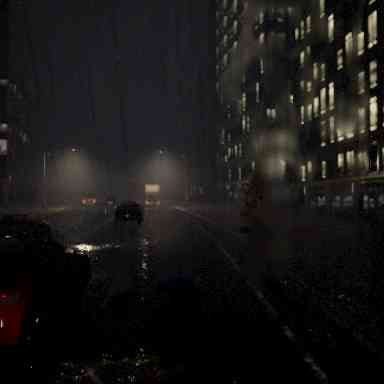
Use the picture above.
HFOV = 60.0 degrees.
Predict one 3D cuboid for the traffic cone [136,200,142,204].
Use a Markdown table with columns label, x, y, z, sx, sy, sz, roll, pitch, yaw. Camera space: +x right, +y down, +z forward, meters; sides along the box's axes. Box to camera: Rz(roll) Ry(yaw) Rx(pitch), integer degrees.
| label | x | y | z | sx | sy | sz | roll | pitch | yaw |
| --- | --- | --- | --- | --- | --- | --- | --- | --- | --- |
| traffic cone | -9.625 | 1.968 | 61.047 | 0.340 | 0.580 | 0.340 | 0 | 0 | -15 |

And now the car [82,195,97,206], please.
| label | x | y | z | sx | sy | sz | roll | pitch | yaw |
| --- | --- | --- | --- | --- | --- | --- | --- | --- | --- |
| car | -16.627 | 1.334 | 54.257 | 2.097 | 1.767 | 4.553 | 0 | 0 | -13 |

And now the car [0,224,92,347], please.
| label | x | y | z | sx | sy | sz | roll | pitch | yaw |
| --- | --- | --- | --- | --- | --- | --- | --- | --- | --- |
| car | -3.337 | 1.567 | 6.292 | 1.994 | 1.385 | 4.181 | 0 | 0 | -2 |

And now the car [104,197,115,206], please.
| label | x | y | z | sx | sy | sz | roll | pitch | yaw |
| --- | --- | --- | --- | --- | --- | --- | --- | --- | --- |
| car | -13.363 | 1.519 | 54.620 | 1.812 | 1.442 | 4.674 | 0 | 0 | -13 |

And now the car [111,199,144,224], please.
| label | x | y | z | sx | sy | sz | roll | pitch | yaw |
| --- | --- | --- | --- | --- | --- | --- | --- | --- | --- |
| car | -4.703 | 1.480 | 25.284 | 1.882 | 1.535 | 5.008 | 0 | 0 | -6 |

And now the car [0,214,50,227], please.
| label | x | y | z | sx | sy | sz | roll | pitch | yaw |
| --- | --- | --- | --- | --- | --- | --- | --- | --- | --- |
| car | -7.116 | 1.567 | 13.174 | 1.994 | 1.385 | 4.181 | 0 | 0 | -4 |

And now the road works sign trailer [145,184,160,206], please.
| label | x | y | z | sx | sy | sz | roll | pitch | yaw |
| --- | --- | --- | --- | --- | --- | --- | --- | --- | --- |
| road works sign trailer | -6.520 | 0.481 | 54.623 | 2.380 | 3.560 | 2.880 | 0 | 0 | -15 |
